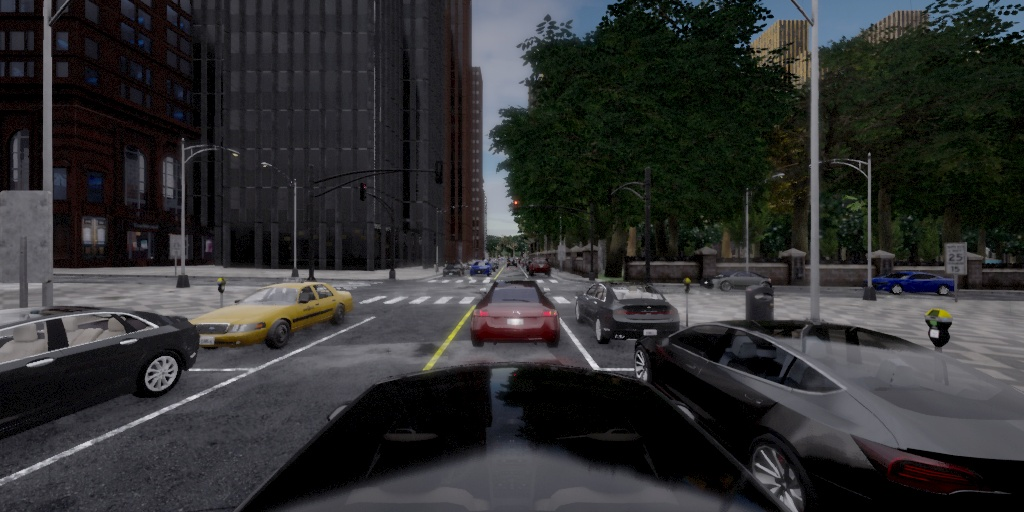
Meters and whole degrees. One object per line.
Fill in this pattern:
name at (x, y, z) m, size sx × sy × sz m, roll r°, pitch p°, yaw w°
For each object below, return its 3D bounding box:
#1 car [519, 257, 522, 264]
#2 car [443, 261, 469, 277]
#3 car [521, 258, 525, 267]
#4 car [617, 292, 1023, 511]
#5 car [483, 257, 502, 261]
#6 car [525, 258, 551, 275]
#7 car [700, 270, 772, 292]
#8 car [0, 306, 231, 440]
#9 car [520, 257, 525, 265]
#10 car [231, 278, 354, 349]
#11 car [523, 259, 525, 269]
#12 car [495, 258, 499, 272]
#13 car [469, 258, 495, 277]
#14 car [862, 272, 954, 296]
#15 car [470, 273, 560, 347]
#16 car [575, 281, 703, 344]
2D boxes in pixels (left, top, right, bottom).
car at (2.760, 1.233, 63.296) m, size 1.967 × 1.591 × 4.097 m, roll 0°, pitch 0°, yaw 0°
car at (-5.764, 1.328, 36.004) m, size 1.948 × 1.339 × 4.313 m, roll 0°, pitch 0°, yaw 0°
car at (2.760, 1.331, 52.383) m, size 2.007 × 1.370 × 4.403 m, roll 0°, pitch 0°, yaw 0°
car at (2.763, 1.316, 3.836) m, size 1.948 × 1.339 × 4.313 m, roll 0°, pitch 0°, yaw 0°
car at (-3.086, 1.277, 56.630) m, size 2.128 × 1.511 × 4.902 m, roll 0°, pitch 0°, yaw 0°
car at (2.761, 1.077, 36.014) m, size 2.192 × 1.841 × 5.009 m, roll 0°, pitch 0°, yaw 0°
car at (15.046, 1.647, 24.172) m, size 4.181 × 1.385 × 1.994 m, roll 1°, pitch 0°, yaw -2°
car at (-5.762, 1.300, 3.827) m, size 2.007 × 1.370 × 4.403 m, roll 0°, pitch 0°, yaw 0°
car at (2.760, 1.337, 57.839) m, size 2.007 × 1.370 × 4.403 m, roll 0°, pitch 0°, yaw 0°
car at (-5.763, 1.276, 9.170) m, size 1.751 × 1.417 × 4.829 m, roll 0°, pitch 0°, yaw 0°
car at (2.761, 1.340, 46.926) m, size 1.948 × 1.339 × 4.313 m, roll 0°, pitch 0°, yaw 0°
car at (-3.093, 1.338, 46.584) m, size 1.994 × 1.385 × 4.181 m, roll 0°, pitch 0°, yaw 0°
car at (-3.093, 1.240, 36.619) m, size 1.882 × 1.535 × 5.008 m, roll 0°, pitch 0°, yaw 0°
car at (26.624, 1.799, 24.217) m, size 5.008 × 1.535 × 1.882 m, roll 1°, pitch 0°, yaw -1°
car at (0.081, 1.314, 9.344) m, size 1.994 × 1.385 × 4.181 m, roll 0°, pitch 0°, yaw 0°
car at (2.763, 1.301, 9.349) m, size 2.007 × 1.370 × 4.403 m, roll 0°, pitch 0°, yaw 0°
